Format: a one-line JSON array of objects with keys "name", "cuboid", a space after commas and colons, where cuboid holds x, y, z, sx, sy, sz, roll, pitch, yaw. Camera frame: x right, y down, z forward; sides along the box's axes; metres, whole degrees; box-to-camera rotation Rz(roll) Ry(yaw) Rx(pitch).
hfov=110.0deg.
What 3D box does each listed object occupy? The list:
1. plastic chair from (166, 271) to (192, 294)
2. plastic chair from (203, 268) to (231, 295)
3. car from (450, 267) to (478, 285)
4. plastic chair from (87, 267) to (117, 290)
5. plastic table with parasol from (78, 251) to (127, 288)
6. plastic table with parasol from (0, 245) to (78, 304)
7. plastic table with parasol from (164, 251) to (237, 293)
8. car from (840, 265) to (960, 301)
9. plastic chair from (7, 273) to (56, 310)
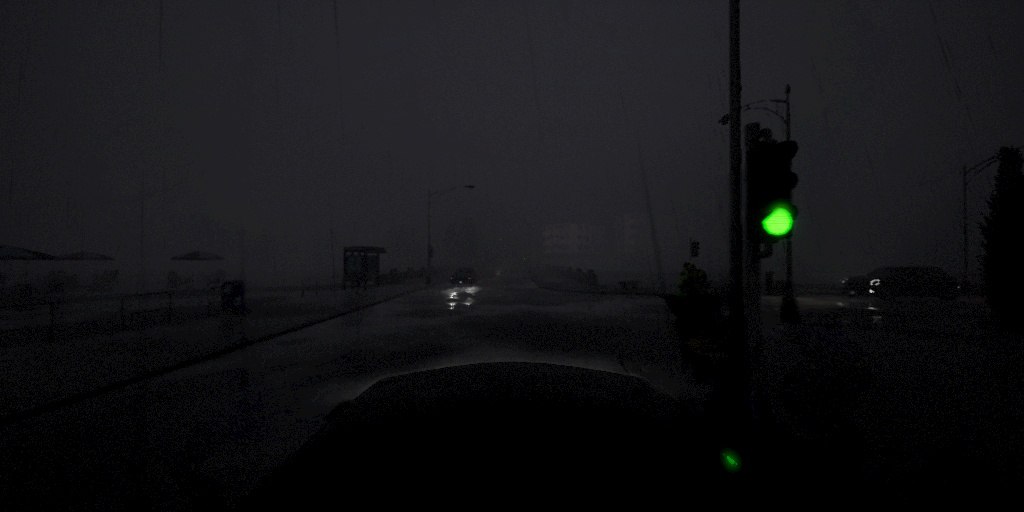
[{"name": "plastic chair", "cuboid": [-19.189, 1.507, 20.560, 0.750, 1.272, 0.730, 0, 0, 0]}, {"name": "plastic chair", "cuboid": [-17.888, 1.522, 21.759, 0.730, 1.272, 0.750, 0, 0, 0]}, {"name": "car", "cuboid": [-3.986, 1.669, 30.511, 2.033, 1.411, 5.357, 0, 0, 0]}, {"name": "plastic chair", "cuboid": [-26.586, 1.540, 23.266, 0.730, 1.272, 0.750, 0, 0, 0]}, {"name": "plastic table with parasol", "cuboid": [-27.786, 0.936, 23.317, 2.482, 2.480, 2.482, 0, 0, 0]}, {"name": "plastic table with parasol", "cuboid": [-19.914, 0.824, 14.081, 2.482, 2.480, 2.482, 0, 0, 0]}, {"name": "plastic table with parasol", "cuboid": [-19.158, 0.920, 21.900, 2.482, 2.480, 2.482, 0, 0, 0]}, {"name": "car", "cuboid": [19.713, 1.308, 18.398, 4.553, 1.767, 2.097, 0, -1, 0]}, {"name": "plastic chair", "cuboid": [-18.694, 1.427, 13.960, 0.730, 1.272, 0.750, 0, 0, 0]}]
